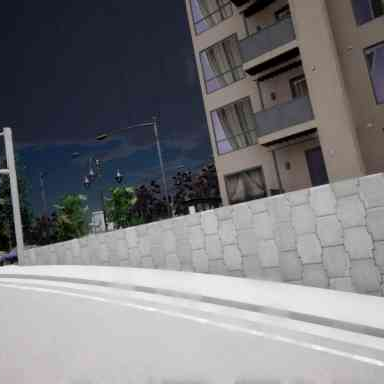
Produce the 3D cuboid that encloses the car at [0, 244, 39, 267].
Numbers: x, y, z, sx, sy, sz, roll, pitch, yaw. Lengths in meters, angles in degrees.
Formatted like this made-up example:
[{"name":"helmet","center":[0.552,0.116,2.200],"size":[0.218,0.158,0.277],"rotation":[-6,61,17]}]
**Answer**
[{"name":"car","center":[-15.553,5.660,29.617],"size":[2.097,1.767,4.553],"rotation":[-15,-9,35]}]
